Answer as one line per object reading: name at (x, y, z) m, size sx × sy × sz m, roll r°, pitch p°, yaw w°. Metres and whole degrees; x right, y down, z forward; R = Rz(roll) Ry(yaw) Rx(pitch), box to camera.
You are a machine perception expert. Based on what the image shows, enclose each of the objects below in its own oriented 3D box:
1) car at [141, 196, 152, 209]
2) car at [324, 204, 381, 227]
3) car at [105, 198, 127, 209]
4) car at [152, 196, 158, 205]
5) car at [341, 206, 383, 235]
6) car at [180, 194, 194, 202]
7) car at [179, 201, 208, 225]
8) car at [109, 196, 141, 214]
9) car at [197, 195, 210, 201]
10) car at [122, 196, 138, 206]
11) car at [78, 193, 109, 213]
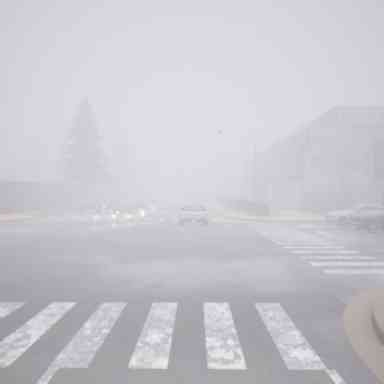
car at (-6.944, 1.549, 44.386) m, size 1.895 × 1.301 × 4.718 m, roll 0°, pitch 0°, yaw 1°
car at (11.120, 1.500, 21.783) m, size 4.674 × 1.442 × 1.812 m, roll 0°, pitch 0°, yaw 2°
car at (-10.431, 1.547, 45.802) m, size 1.895 × 1.301 × 4.718 m, roll 0°, pitch 0°, yaw 0°
car at (-6.820, 1.426, 55.671) m, size 2.128 × 1.511 × 4.902 m, roll 0°, pitch 0°, yaw 1°
car at (11.123, 1.580, 18.242) m, size 4.718 × 1.301 × 1.895 m, roll 0°, pitch 0°, yaw 0°
car at (-1.091, 1.269, 74.545) m, size 2.097 × 1.767 × 4.553 m, roll 0°, pitch 0°, yaw 20°
car at (0.110, 1.573, 23.804) m, size 1.895 × 1.301 × 4.718 m, roll 0°, pitch 0°, yaw 0°
car at (-7.008, 1.484, 35.288) m, size 1.812 × 1.442 × 4.674 m, roll 0°, pitch 0°, yaw 0°
car at (2.641, 1.466, 74.654) m, size 1.994 × 1.385 × 4.181 m, roll 0°, pitch 0°, yaw 20°
car at (-10.320, 1.438, 55.733) m, size 1.837 × 1.490 × 4.892 m, roll 0°, pitch 0°, yaw 1°
car at (-10.496, 1.180, 36.081) m, size 2.150 × 2.045 × 5.566 m, roll 0°, pitch 0°, yaw 1°
